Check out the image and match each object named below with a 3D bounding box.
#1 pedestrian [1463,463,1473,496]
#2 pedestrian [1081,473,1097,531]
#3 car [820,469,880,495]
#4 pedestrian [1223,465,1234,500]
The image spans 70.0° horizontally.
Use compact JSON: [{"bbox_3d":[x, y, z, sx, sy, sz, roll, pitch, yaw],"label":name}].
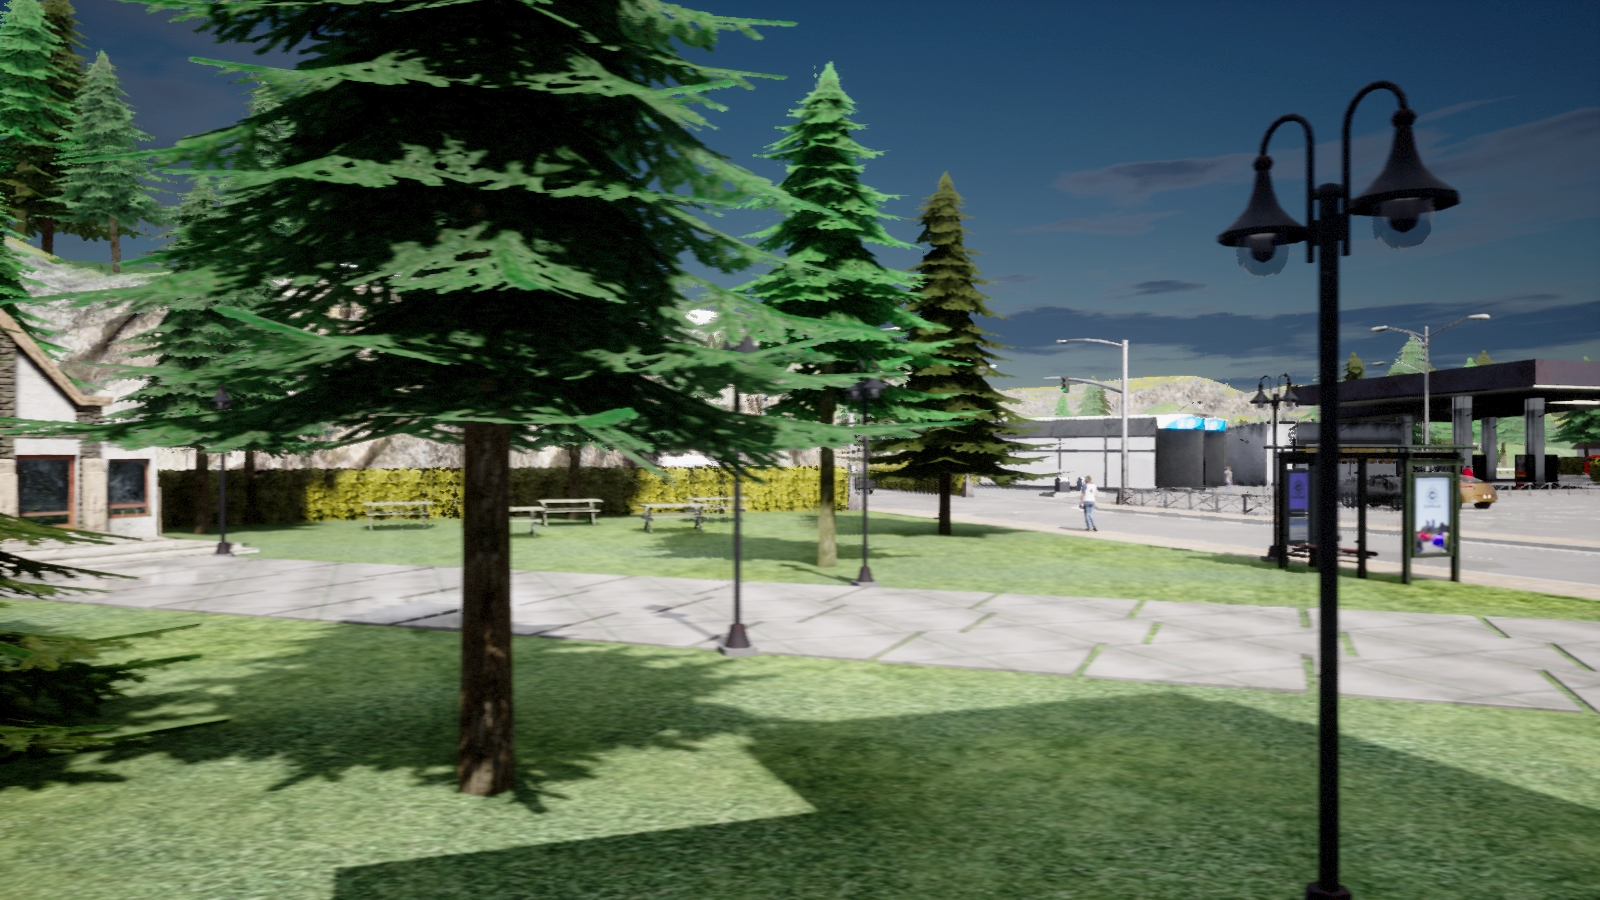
[{"bbox_3d":[38.079,1.691,65.140,0.375,1.860,0.375,0,0,-19],"label":"pedestrian"},{"bbox_3d":[9.443,1.691,37.329,0.375,1.860,0.375,0,0,-19],"label":"pedestrian"},{"bbox_3d":[3.154,2.029,73.896,2.097,1.535,5.006,0,0,-20],"label":"car"},{"bbox_3d":[22.364,1.691,59.657,0.375,1.860,0.375,0,0,-21],"label":"pedestrian"}]
